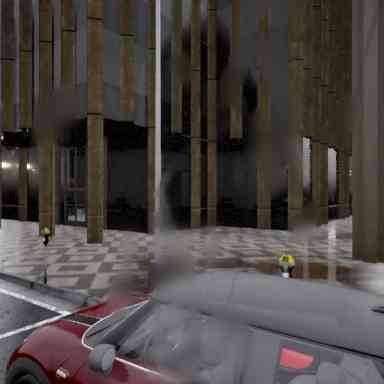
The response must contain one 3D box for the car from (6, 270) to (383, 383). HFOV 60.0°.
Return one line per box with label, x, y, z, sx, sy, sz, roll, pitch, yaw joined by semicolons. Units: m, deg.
car;0.175;1.440;2.839;4.097;1.590;1.967;0;0;36
